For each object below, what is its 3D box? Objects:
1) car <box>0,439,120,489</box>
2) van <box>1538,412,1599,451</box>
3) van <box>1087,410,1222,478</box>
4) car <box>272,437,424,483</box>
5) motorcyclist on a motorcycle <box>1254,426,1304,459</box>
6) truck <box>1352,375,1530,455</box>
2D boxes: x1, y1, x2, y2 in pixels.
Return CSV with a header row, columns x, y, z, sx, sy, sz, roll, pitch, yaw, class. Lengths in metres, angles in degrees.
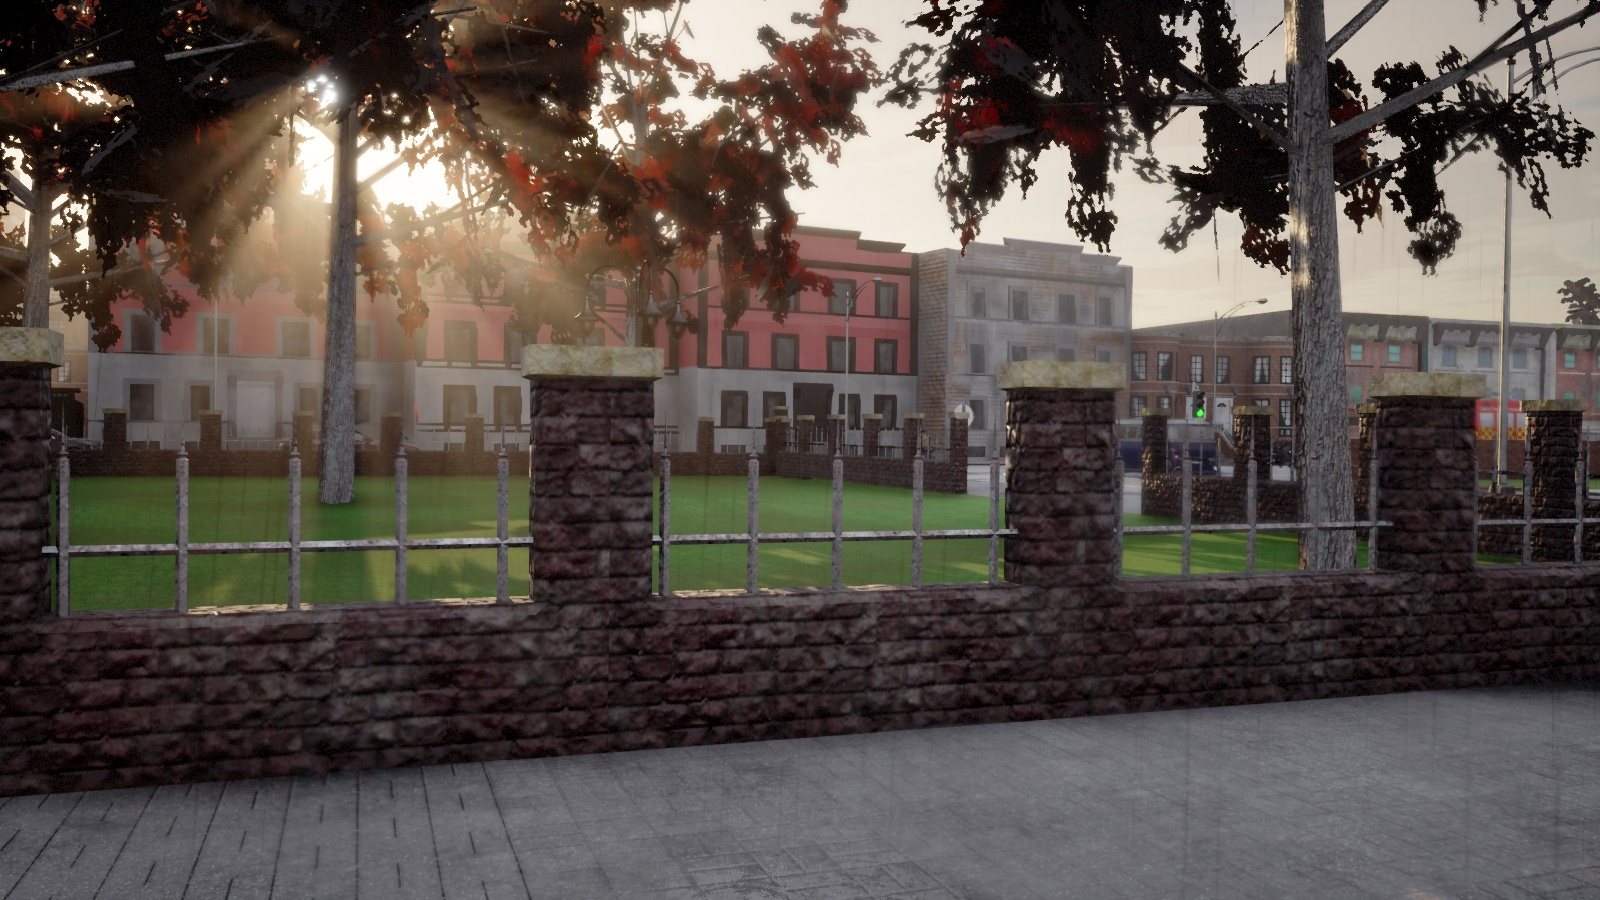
x,y,z,sx,sy,sz,roll,pitch,yaw,class
-24.059,0.428,39.022,4.892,1.490,1.837,-1,1,-19,car
41.292,-0.970,66.074,4.442,1.987,1.775,-1,1,-19,van
10.927,-0.203,39.047,1.775,1.987,4.442,-1,1,-19,van
-15.118,0.301,42.160,4.674,1.442,1.812,-1,1,-19,car
22.729,-0.382,59.617,2.191,1.530,0.866,-1,1,-19,motorcyclist on a motorcycle
32.092,-1.736,62.869,8.468,3.827,2.891,-1,1,-19,truck
